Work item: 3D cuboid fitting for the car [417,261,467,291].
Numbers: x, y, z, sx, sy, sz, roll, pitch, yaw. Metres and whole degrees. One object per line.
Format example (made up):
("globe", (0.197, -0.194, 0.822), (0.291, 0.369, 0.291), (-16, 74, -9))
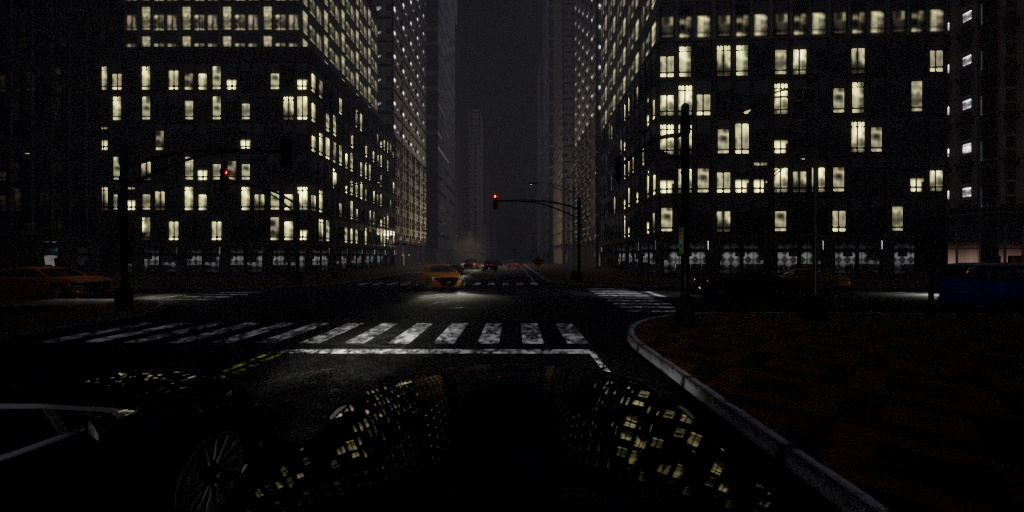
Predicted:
("car", (-4.646, 1.240, 22.450), (1.882, 1.535, 5.008), (-1, 0, -26))

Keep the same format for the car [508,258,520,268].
("car", (0.276, 1.468, 64.466), (1.895, 1.301, 4.718), (0, 0, 0))

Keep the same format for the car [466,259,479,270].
("car", (-6.353, 1.186, 54.932), (2.097, 1.767, 4.553), (0, 0, 0))

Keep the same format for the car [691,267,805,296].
("car", (12.182, 1.370, 18.966), (4.718, 1.301, 1.895), (0, 0, 2))

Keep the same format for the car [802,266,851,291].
("car", (17.172, 1.295, 21.360), (4.829, 1.417, 1.751), (0, 0, 2))

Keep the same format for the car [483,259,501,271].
("car", (-2.941, 1.322, 49.245), (1.837, 1.490, 4.892), (0, 0, 0))

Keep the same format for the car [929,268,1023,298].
("car", (24.789, 1.340, 18.452), (4.181, 1.385, 1.994), (0, 0, 2))

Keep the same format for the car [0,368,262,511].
("car", (-3.154, 1.241, 1.219), (2.128, 1.511, 4.902), (0, 0, 0))

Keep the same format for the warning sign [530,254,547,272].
("warning sign", (3.024, 0.913, 41.409), (1.300, 1.860, 1.060), (0, 0, 0))

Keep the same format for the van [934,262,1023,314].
("van", (18.407, 1.120, 13.182), (3.998, 1.789, 1.690), (0, 0, 2))

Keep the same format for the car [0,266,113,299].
("car", (-22.317, 1.237, 17.243), (5.008, 1.535, 1.882), (0, 0, 0))
